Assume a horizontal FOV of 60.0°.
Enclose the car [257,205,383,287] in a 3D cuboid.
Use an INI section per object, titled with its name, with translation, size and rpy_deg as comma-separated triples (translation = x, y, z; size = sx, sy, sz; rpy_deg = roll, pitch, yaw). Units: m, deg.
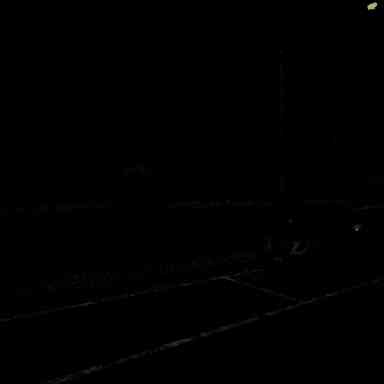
[car]
translation = 4.124, 1.313, 9.478
size = 5.009, 1.841, 2.192
rpy_deg = 0, 0, -36
